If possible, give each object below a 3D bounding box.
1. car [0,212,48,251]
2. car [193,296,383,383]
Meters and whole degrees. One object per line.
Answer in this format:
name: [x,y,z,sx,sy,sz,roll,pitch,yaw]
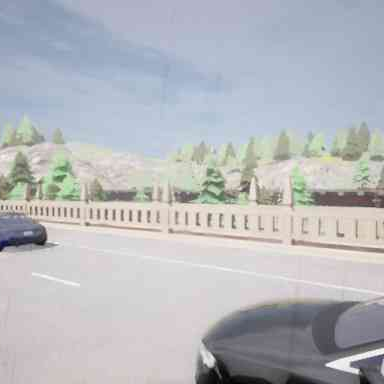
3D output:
car: [-7.945,1.548,13.951,4.181,1.385,1.994,0,0,35]
car: [2.250,1.493,2.387,4.902,1.511,2.128,0,0,36]
